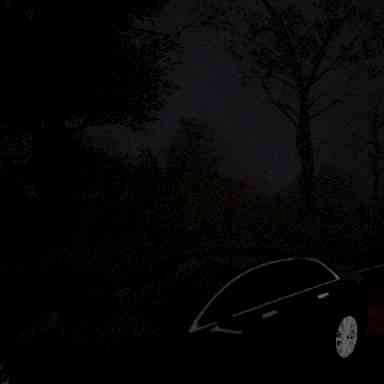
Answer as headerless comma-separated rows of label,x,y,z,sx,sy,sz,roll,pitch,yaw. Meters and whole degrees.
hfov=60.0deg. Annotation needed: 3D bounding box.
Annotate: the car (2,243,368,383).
car,0.367,1.502,4.255,4.892,1.490,1.837,0,0,-36
